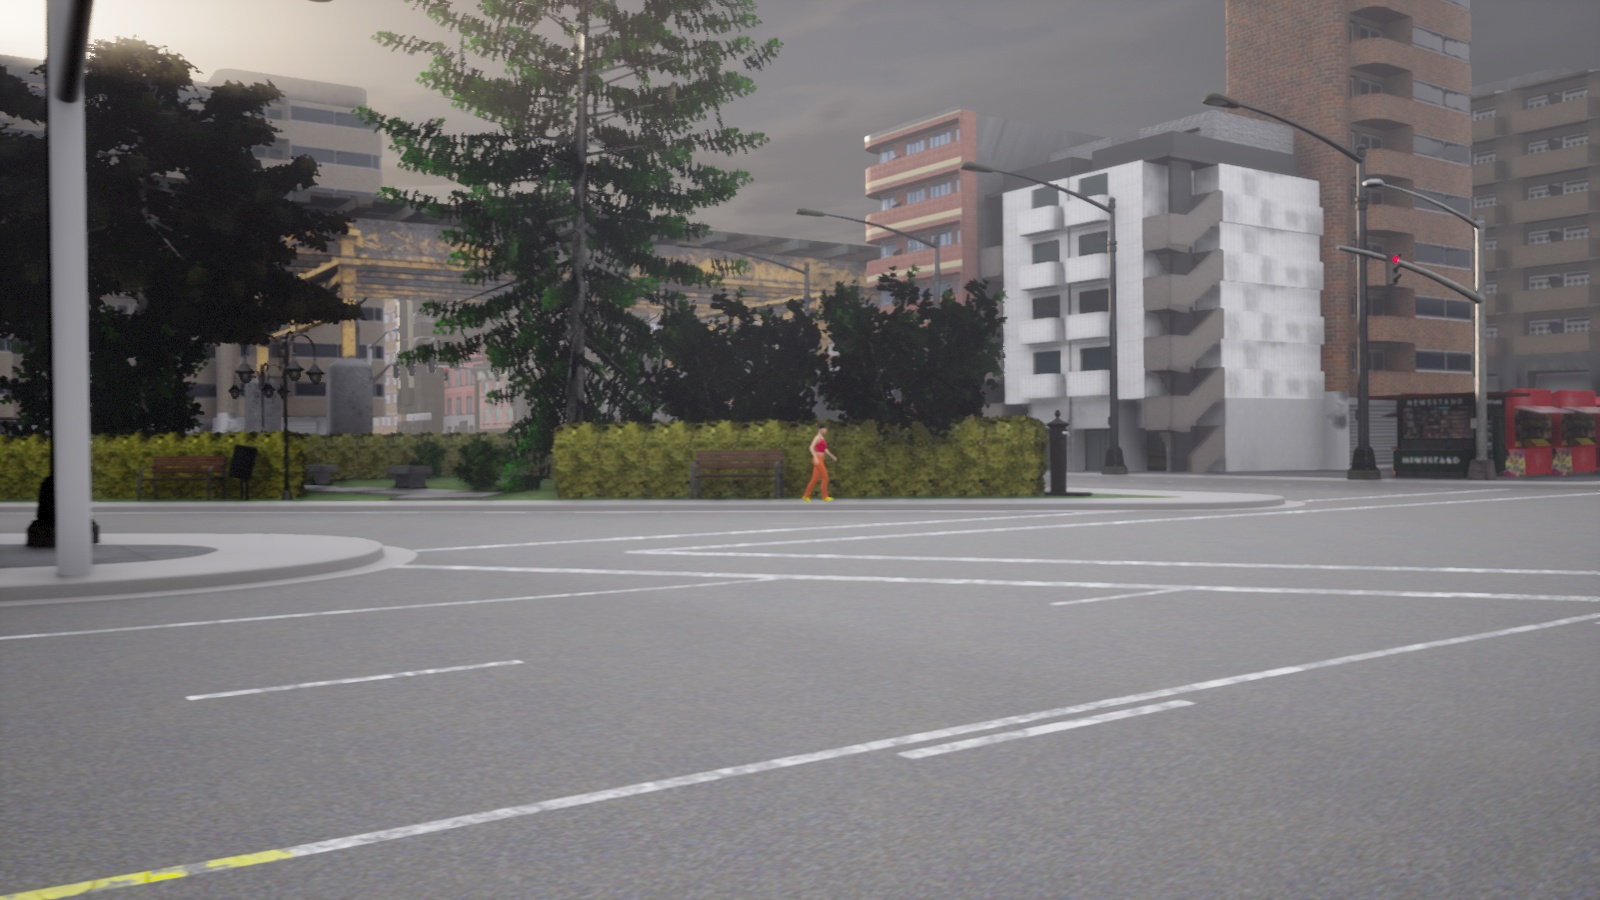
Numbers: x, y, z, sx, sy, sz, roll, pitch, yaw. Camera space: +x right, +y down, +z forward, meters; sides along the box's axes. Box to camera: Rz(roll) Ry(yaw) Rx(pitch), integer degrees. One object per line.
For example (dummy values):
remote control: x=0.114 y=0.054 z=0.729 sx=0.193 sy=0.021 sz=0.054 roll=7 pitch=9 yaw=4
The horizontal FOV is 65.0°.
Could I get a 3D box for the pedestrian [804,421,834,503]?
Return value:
pedestrian: x=0.443 y=0.270 z=28.596 sx=0.594 sy=1.836 sz=0.345 roll=-1 pitch=0 yaw=13
